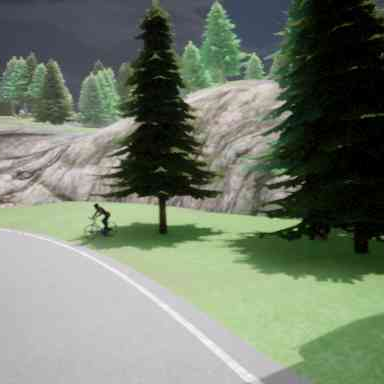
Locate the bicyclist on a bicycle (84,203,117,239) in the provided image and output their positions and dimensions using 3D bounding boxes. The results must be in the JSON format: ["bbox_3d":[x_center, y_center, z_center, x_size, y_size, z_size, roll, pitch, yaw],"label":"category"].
[{"bbox_3d":[-4.278,1.335,15.543,1.656,1.620,0.582,-6,5,-38],"label":"bicyclist on a bicycle"}]
